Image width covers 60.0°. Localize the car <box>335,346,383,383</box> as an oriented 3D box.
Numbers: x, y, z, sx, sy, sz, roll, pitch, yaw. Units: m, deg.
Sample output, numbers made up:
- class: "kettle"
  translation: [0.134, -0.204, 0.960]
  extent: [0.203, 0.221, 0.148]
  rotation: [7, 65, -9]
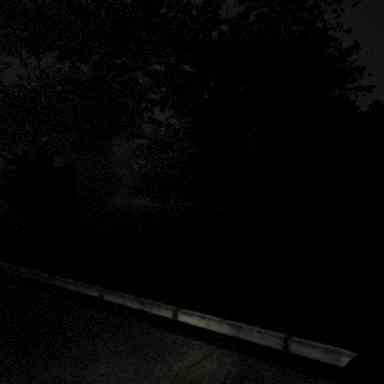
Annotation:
- class: "car"
  translation: [3.132, 1.474, 1.143]
  extent: [5.008, 1.535, 1.882]
  rotation: [0, 0, 36]
